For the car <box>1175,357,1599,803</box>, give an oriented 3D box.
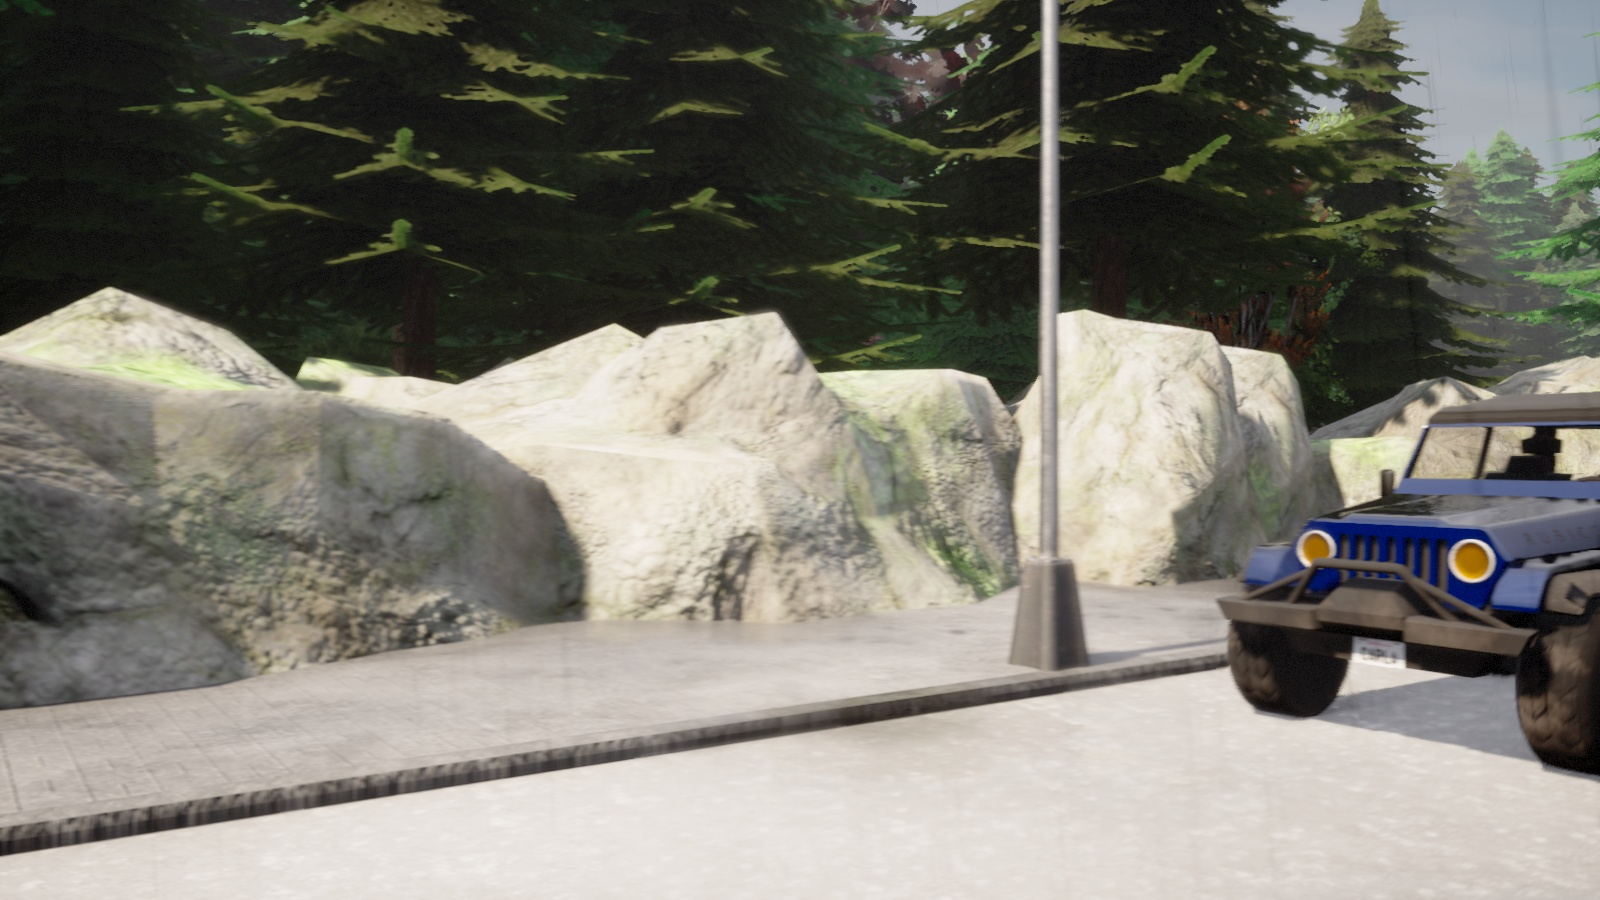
[{"bbox_3d":[4.183,0.549,7.180,3.866,1.878,1.905,0,0,-35],"label":"car"}]
